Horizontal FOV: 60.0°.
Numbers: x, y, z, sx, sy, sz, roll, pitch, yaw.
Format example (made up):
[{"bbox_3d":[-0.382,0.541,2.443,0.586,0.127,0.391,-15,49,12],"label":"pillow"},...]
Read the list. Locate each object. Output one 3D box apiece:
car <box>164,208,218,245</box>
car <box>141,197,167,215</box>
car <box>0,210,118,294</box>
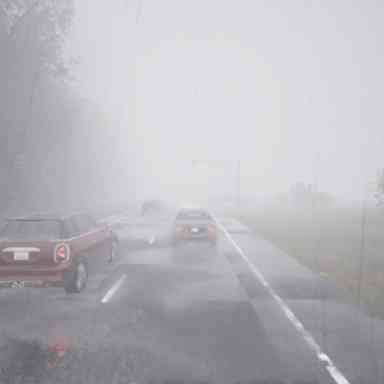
[{"bbox_3d":[0.096,1.418,14.643,2.033,1.411,5.357,0,0,0],"label":"car"},{"bbox_3d":[-3.409,1.239,29.906,1.837,1.490,4.892,0,0,0],"label":"car"},{"bbox_3d":[-3.402,1.274,8.764,2.097,1.767,4.553,0,0,0],"label":"car"}]
